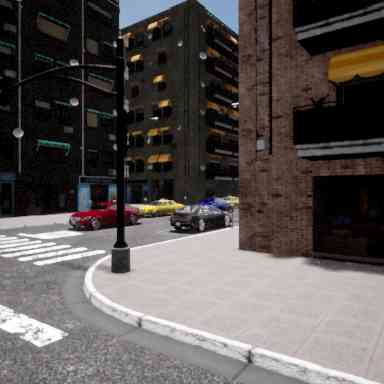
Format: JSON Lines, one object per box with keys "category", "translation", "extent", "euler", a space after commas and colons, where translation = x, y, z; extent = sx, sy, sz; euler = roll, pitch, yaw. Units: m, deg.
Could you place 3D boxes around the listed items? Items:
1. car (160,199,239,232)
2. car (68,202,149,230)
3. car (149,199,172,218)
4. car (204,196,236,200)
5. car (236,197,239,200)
{"category": "car", "translation": [0.591, 1.332, 18.305], "extent": [2.008, 1.369, 4.403], "euler": [1, 1, 36]}
{"category": "car", "translation": [-5.011, 1.342, 19.788], "extent": [1.812, 1.442, 4.674], "euler": [0, 1, 36]}
{"category": "car", "translation": [-2.576, 1.251, 27.359], "extent": [1.752, 1.417, 4.829], "euler": [1, 1, 36]}
{"category": "car", "translation": [1.626, 1.201, 28.950], "extent": [1.812, 1.442, 4.674], "euler": [0, 1, 36]}
{"category": "car", "translation": [4.082, 1.110, 36.540], "extent": [1.752, 1.417, 4.829], "euler": [1, 1, 36]}
